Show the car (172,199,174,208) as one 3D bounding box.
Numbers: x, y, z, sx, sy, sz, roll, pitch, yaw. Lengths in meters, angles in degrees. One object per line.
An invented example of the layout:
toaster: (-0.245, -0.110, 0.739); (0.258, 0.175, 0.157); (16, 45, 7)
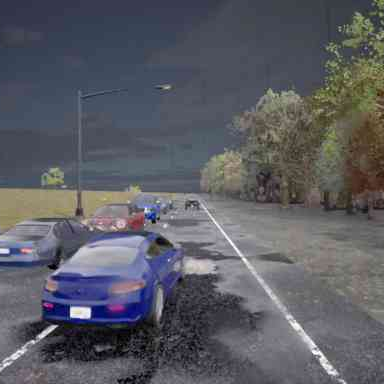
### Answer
car: (-3.630, 1.347, 45.250); (2.097, 1.767, 4.553); (0, 0, 0)

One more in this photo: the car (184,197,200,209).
car: (0.024, 1.500, 44.326); (1.837, 1.490, 4.892); (0, 0, 0)

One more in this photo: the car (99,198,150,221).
car: (-3.611, 1.354, 15.797); (2.097, 1.767, 4.553); (0, 0, 4)

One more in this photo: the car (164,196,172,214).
car: (-3.622, 1.351, 35.244); (2.097, 1.767, 4.553); (0, 0, 0)

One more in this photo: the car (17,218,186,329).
car: (-1.286, 1.526, 6.982); (1.812, 1.442, 4.674); (0, 0, 7)

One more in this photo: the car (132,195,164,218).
car: (-3.625, 1.223, 25.239); (2.150, 2.045, 5.566); (0, 0, -1)

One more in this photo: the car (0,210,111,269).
car: (-4.618, 1.549, 10.992); (2.033, 1.411, 5.357); (0, 0, 4)
